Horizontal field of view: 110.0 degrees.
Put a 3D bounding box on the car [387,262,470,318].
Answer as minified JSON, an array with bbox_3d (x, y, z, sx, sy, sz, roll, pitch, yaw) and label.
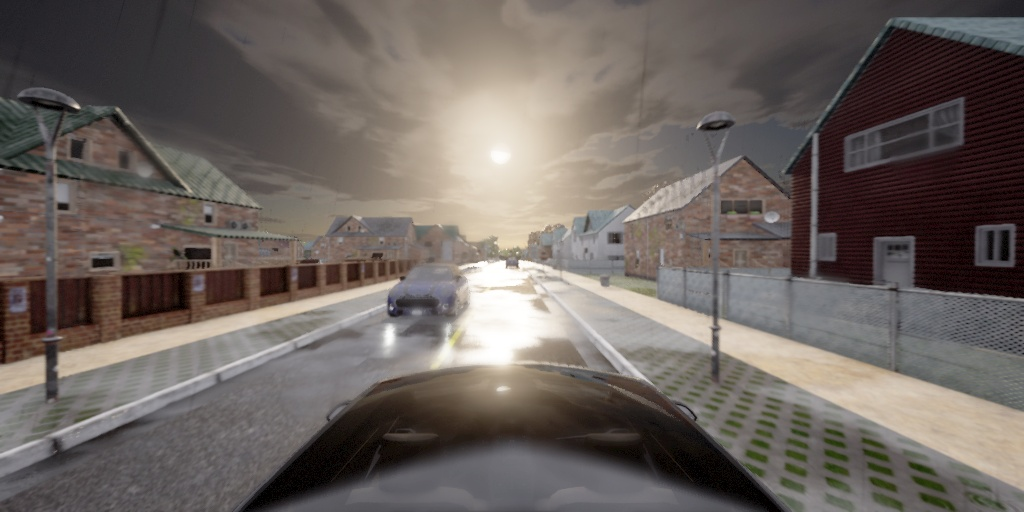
[{"bbox_3d":[-2.771,1.056,12.764,2.097,1.767,4.553,0,0,0],"label":"car"}]

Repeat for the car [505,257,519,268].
[{"bbox_3d":[0.007,0.985,56.828,2.097,1.767,4.553,0,0,0],"label":"car"}]
